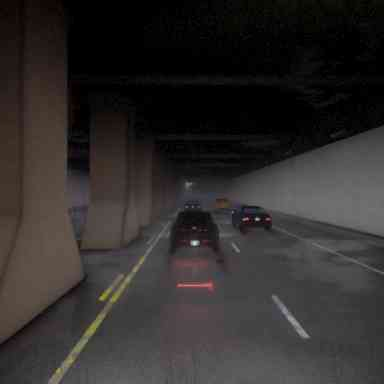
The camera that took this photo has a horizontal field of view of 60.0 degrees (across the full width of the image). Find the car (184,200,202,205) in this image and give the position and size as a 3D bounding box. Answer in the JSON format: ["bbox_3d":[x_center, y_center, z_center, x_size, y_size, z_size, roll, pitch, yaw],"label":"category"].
[{"bbox_3d":[0.090,1.532,35.805,2.033,1.411,5.357,0,0,0],"label":"car"}]

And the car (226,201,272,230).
[{"bbox_3d":[3.594,1.538,20.799,2.033,1.411,5.357,0,0,0],"label":"car"}]

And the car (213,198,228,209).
[{"bbox_3d":[3.588,1.460,40.833,1.882,1.535,5.008,0,0,0],"label":"car"}]

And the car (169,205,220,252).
[{"bbox_3d":[0.096,1.499,13.874,1.837,1.490,4.892,0,0,0],"label":"car"}]
